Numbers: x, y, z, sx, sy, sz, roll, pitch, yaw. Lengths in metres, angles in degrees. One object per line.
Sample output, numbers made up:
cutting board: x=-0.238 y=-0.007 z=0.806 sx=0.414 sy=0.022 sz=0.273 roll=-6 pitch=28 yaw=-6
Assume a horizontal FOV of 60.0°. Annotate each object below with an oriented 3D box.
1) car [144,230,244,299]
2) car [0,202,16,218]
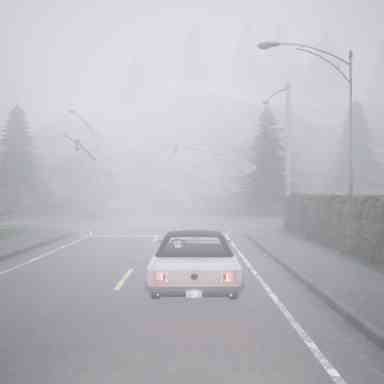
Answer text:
car: x=0.061 y=1.601 z=8.382 sx=1.895 sy=1.301 sz=4.718 roll=0 pitch=0 yaw=0
car: x=-17.253 y=1.491 z=27.602 sx=4.902 sy=1.511 sz=2.128 roll=0 pitch=0 yaw=1
